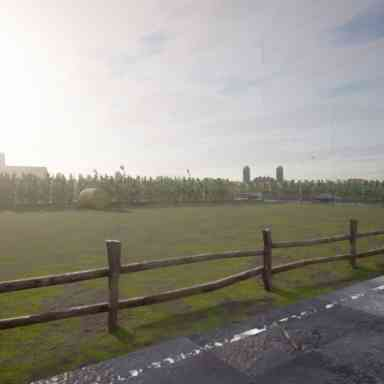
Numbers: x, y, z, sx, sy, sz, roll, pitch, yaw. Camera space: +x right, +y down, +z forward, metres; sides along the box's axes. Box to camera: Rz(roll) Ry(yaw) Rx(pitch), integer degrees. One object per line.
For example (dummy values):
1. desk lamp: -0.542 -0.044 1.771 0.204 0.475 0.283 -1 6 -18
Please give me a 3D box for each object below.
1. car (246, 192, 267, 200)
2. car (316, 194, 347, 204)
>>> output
1. car: 13.145 0.846 67.510 2.128 1.511 4.902 -1 1 -34
2. car: 22.458 1.092 53.815 1.837 1.490 4.892 -1 2 -34
